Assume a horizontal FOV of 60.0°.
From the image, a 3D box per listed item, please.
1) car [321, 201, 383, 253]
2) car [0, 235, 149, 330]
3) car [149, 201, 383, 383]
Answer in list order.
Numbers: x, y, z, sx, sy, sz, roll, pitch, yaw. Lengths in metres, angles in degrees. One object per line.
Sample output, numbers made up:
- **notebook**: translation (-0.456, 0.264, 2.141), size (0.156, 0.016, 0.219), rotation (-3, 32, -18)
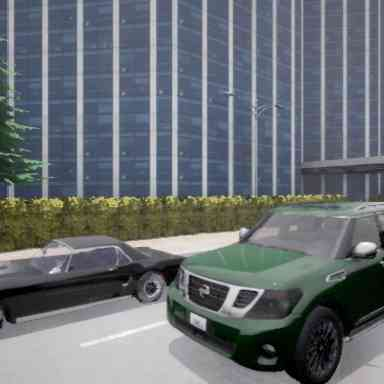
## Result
- **car**: translation (7.818, 1.353, 14.372), size (4.553, 1.767, 2.097), rotation (0, 0, -37)
- **car**: translation (-2.439, 1.601, 6.552), size (4.718, 1.301, 1.895), rotation (0, 0, -37)
- **car**: translation (2.265, 1.220, 5.742), size (5.566, 2.045, 2.150), rotation (0, 0, -37)
